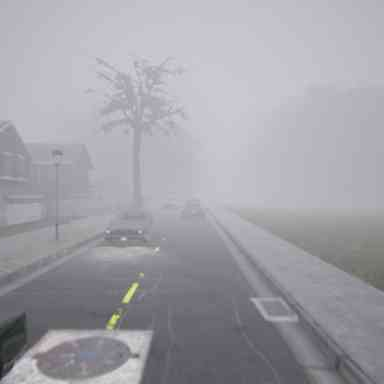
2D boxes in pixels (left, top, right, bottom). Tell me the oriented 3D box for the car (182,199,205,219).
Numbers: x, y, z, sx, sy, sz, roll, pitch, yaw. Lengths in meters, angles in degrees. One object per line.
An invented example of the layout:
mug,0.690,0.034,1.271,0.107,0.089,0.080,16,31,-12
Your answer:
car,0.115,1.596,29.437,1.994,1.385,4.181,0,0,0

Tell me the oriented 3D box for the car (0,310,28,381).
car,-2.844,1.603,1.653,1.895,1.301,4.718,0,0,0

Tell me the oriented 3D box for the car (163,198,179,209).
car,-2.816,1.517,45.452,1.882,1.535,5.008,0,0,0

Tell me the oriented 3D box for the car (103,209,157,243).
car,-2.819,1.568,16.439,2.033,1.411,5.357,0,0,0
